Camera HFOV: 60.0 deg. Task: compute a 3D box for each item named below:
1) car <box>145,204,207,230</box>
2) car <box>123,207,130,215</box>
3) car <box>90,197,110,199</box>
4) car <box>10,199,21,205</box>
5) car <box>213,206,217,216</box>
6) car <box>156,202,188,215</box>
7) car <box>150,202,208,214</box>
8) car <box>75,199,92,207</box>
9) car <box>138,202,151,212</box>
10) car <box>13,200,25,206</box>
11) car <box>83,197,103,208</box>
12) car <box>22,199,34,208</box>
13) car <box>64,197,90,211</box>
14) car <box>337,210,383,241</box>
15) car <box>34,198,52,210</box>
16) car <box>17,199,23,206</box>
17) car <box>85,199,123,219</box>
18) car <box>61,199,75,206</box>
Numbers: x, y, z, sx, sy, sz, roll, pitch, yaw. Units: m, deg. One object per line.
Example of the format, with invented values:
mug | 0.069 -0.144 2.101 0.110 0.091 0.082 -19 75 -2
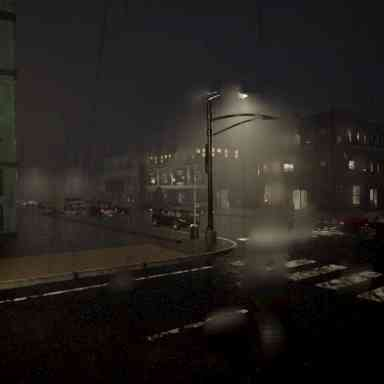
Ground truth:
car | -1.242 1.815 23.229 1.947 1.339 4.313 -2 0 -36
car | -8.971 2.018 38.731 1.895 1.301 4.718 -1 0 -36
car | -15.279 2.031 53.046 1.882 1.535 5.008 -1 0 -35
car | -44.618 2.598 84.122 1.887 1.381 4.507 -1 0 -36
car | 0.823 1.810 34.961 2.008 1.369 4.403 -2 0 -36
car | -2.395 1.904 39.464 1.802 1.307 4.206 -2 0 -36
car | -1.122 1.756 27.739 2.128 1.511 4.902 -1 0 -36
car | -21.708 2.228 66.482 1.887 1.381 4.507 -1 0 -36
car | -5.613 1.966 43.967 1.802 1.307 4.206 -2 0 -36
car | -41.400 2.548 79.620 2.008 1.369 4.403 -1 0 -36
car | -18.495 1.940 61.979 2.192 1.841 5.009 -1 0 -36
car | -31.744 2.376 66.111 2.008 1.369 4.403 -1 0 -36
car | -18.308 1.817 51.941 2.150 2.045 5.566 -1 0 -35
car | 9.645 1.540 15.250 5.357 1.411 2.033 0 0 34
car | -25.207 2.233 56.966 1.752 1.417 4.829 -1 0 -36
car | -38.183 2.380 75.116 1.967 1.590 4.097 -1 0 -36
car | -9.215 1.847 34.589 1.967 1.590 4.097 -1 0 -36
car | -28.145 2.364 75.489 1.947 1.339 4.313 -1 0 -36
